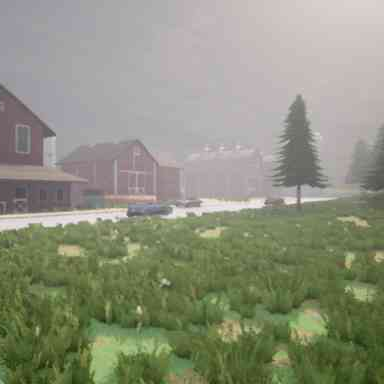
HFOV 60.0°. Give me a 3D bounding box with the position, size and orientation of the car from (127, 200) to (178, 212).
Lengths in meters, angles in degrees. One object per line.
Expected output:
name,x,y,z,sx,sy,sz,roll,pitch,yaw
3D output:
car,-3.483,1.379,27.895,1.994,1.385,4.181,0,0,35

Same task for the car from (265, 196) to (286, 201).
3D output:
car,12.717,1.307,50.593,2.128,1.511,4.902,0,0,36

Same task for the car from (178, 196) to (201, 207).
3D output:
car,-0.495,1.255,43.388,1.816,1.474,4.193,7,4,33
